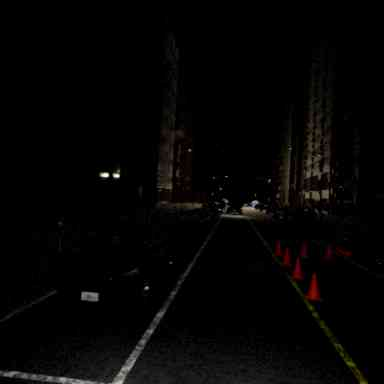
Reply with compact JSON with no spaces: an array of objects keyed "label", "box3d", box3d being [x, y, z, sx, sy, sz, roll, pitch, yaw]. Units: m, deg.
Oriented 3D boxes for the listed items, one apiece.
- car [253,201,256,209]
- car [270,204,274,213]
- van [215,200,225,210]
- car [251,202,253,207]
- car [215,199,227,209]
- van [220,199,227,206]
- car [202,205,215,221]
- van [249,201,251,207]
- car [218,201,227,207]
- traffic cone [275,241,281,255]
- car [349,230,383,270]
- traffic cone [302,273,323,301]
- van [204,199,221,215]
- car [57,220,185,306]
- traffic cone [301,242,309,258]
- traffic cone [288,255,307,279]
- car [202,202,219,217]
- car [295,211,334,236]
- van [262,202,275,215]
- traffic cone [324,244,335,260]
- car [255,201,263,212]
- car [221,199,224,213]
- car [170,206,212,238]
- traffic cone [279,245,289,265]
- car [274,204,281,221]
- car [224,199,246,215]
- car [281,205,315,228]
[{"label":"car","box3d":[15.176,3.254,73.986,1.887,1.381,4.507,3,-1,7]},{"label":"car","box3d":[11.048,2.605,40.764,1.752,1.417,4.829,3,-1,7]},{"label":"van","box3d":[5.355,2.398,63.906,1.690,1.788,3.998,3,-1,7]},{"label":"car","box3d":[15.874,3.256,79.553,1.967,1.590,4.097,3,-1,7]},{"label":"car","box3d":[6.048,2.478,69.472,2.192,1.841,5.009,3,-1,7]},{"label":"van","box3d":[8.814,2.929,91.735,1.690,1.788,3.998,3,-1,7]},{"label":"car","box3d":[0.499,1.904,24.944,1.802,1.307,4.206,3,-1,7]},{"label":"van","box3d":[17.263,3.370,90.684,1.690,1.788,3.998,3,-1,7]},{"label":"car","box3d":[7.419,2.926,80.601,2.008,1.369,4.403,3,-1,7]},{"label":"traffic cone","box3d":[3.605,2.311,13.767,0.340,0.580,0.340,3,-1,7]},{"label":"car","box3d":[7.565,2.121,12.767,1.947,1.339,4.313,3,-1,7]},{"label":"traffic cone","box3d":[2.865,2.201,7.814,0.340,0.580,0.340,3,-1,7]},{"label":"van","box3d":[1.896,1.872,36.078,1.690,1.788,3.998,3,-1,7]},{"label":"car","box3d":[-1.576,1.578,8.247,1.947,1.339,4.313,3,-1,7]},{"label":"traffic cone","box3d":[4.596,2.363,13.643,0.340,0.580,0.340,3,-1,7]},{"label":"traffic cone","box3d":[3.112,2.237,9.799,0.340,0.580,0.340,3,-1,7]},{"label":"car","box3d":[1.173,1.948,30.341,1.752,1.417,4.829,3,-1,7]},{"label":"car","box3d":[8.948,2.345,23.898,1.802,1.307,4.206,3,-1,7]},{"label":"van","box3d":[12.420,2.628,51.727,1.690,1.788,3.998,3,-1,7]},{"label":"traffic cone","box3d":[5.585,2.414,13.519,0.340,0.580,0.340,3,-1,7]},{"label":"car","box3d":[13.805,2.813,62.858,2.192,1.841,5.009,3,-1,7]},{"label":"car","box3d":[2.582,2.076,41.642,1.967,1.590,4.097,3,-1,7]},{"label":"car","box3d":[-0.191,1.768,19.379,2.008,1.369,4.403,3,-1,7]},{"label":"traffic cone","box3d":[3.359,2.274,11.783,0.340,0.580,0.340,3,-1,7]},{"label":"car","box3d":[10.346,2.287,35.032,2.192,1.841,5.009,3,-1,7]},{"label":"car","box3d":[6.001,2.102,46.687,2.150,2.045,5.566,3,-1,7]},{"label":"car","box3d":[9.654,2.183,29.466,2.192,1.841,5.009,3,-1,7]}]
